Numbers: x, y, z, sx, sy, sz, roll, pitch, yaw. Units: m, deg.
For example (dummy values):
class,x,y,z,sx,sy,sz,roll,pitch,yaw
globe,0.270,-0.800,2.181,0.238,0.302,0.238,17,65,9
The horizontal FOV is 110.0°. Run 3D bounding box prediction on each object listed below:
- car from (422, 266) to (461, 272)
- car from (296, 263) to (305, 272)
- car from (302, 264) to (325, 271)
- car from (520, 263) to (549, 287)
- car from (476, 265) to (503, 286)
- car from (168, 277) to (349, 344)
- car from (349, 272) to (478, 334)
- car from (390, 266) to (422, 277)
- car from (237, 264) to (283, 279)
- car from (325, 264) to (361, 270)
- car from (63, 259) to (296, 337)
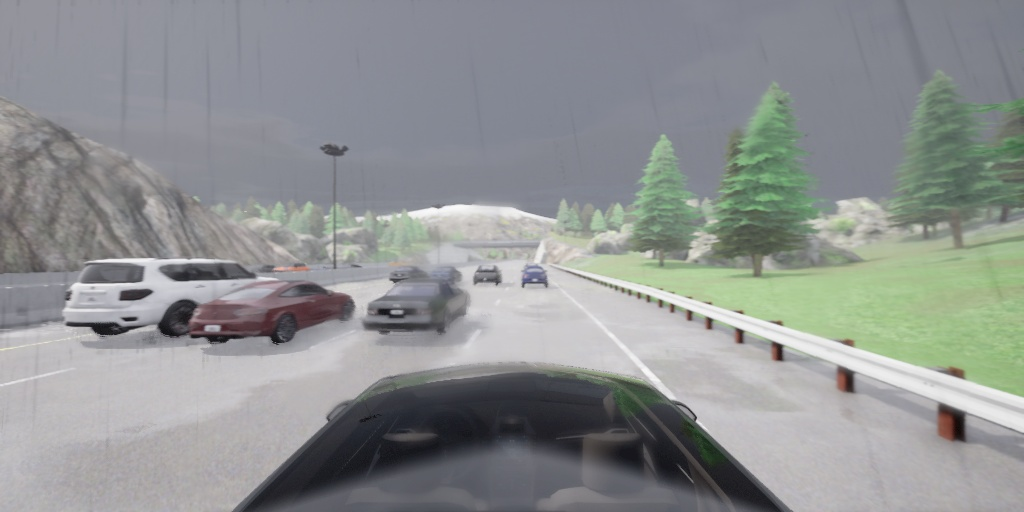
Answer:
class,x,y,z,sx,sy,sz,roll,pitch,yaw
car,-5.255,1.541,28.867,2.033,1.411,5.357,0,0,2
car,-25.906,1.589,41.998,2.097,1.767,4.553,0,0,3
car,-22.361,1.820,42.866,1.895,1.301,4.718,0,0,3
car,1.627,1.451,26.083,1.812,1.442,4.674,0,0,3
car,-1.802,1.455,27.791,2.128,1.511,4.902,0,0,2
car,-6.166,1.380,9.860,1.812,1.442,4.674,0,0,4
car,-2.554,1.385,10.908,2.033,1.411,5.357,0,0,3
car,-8.689,1.578,30.505,2.033,1.411,5.357,0,0,2
car,-29.406,1.767,42.046,1.837,1.490,4.892,0,-1,3
car,-18.933,1.688,41.227,1.837,1.490,4.892,0,-1,3
car,-9.589,1.108,10.999,2.150,2.045,5.566,0,-1,3
